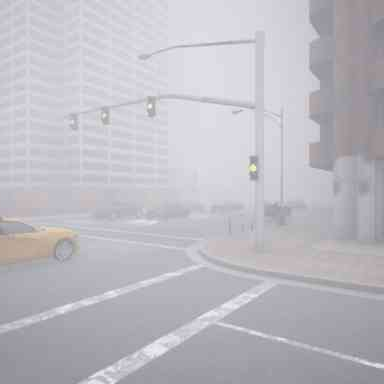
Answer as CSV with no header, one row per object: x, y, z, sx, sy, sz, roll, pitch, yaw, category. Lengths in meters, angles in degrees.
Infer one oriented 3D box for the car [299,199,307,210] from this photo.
13.581,1.558,43.656,1.994,1.385,4.181,0,0,35,car

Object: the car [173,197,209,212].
-0.400,1.554,36.217,1.994,1.385,4.181,0,0,35,car

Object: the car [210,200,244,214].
3.861,1.593,36.186,1.895,1.301,4.718,0,0,35,car

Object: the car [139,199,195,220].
-2.010,1.556,27.850,1.994,1.385,4.181,0,0,35,car

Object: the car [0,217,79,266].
-5.796,1.473,9.933,1.882,1.535,5.008,0,0,35,car

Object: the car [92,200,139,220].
-6.120,1.495,28.090,1.837,1.490,4.892,0,0,35,car

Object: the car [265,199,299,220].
7.033,1.486,28.204,2.128,1.511,4.902,0,0,35,car
